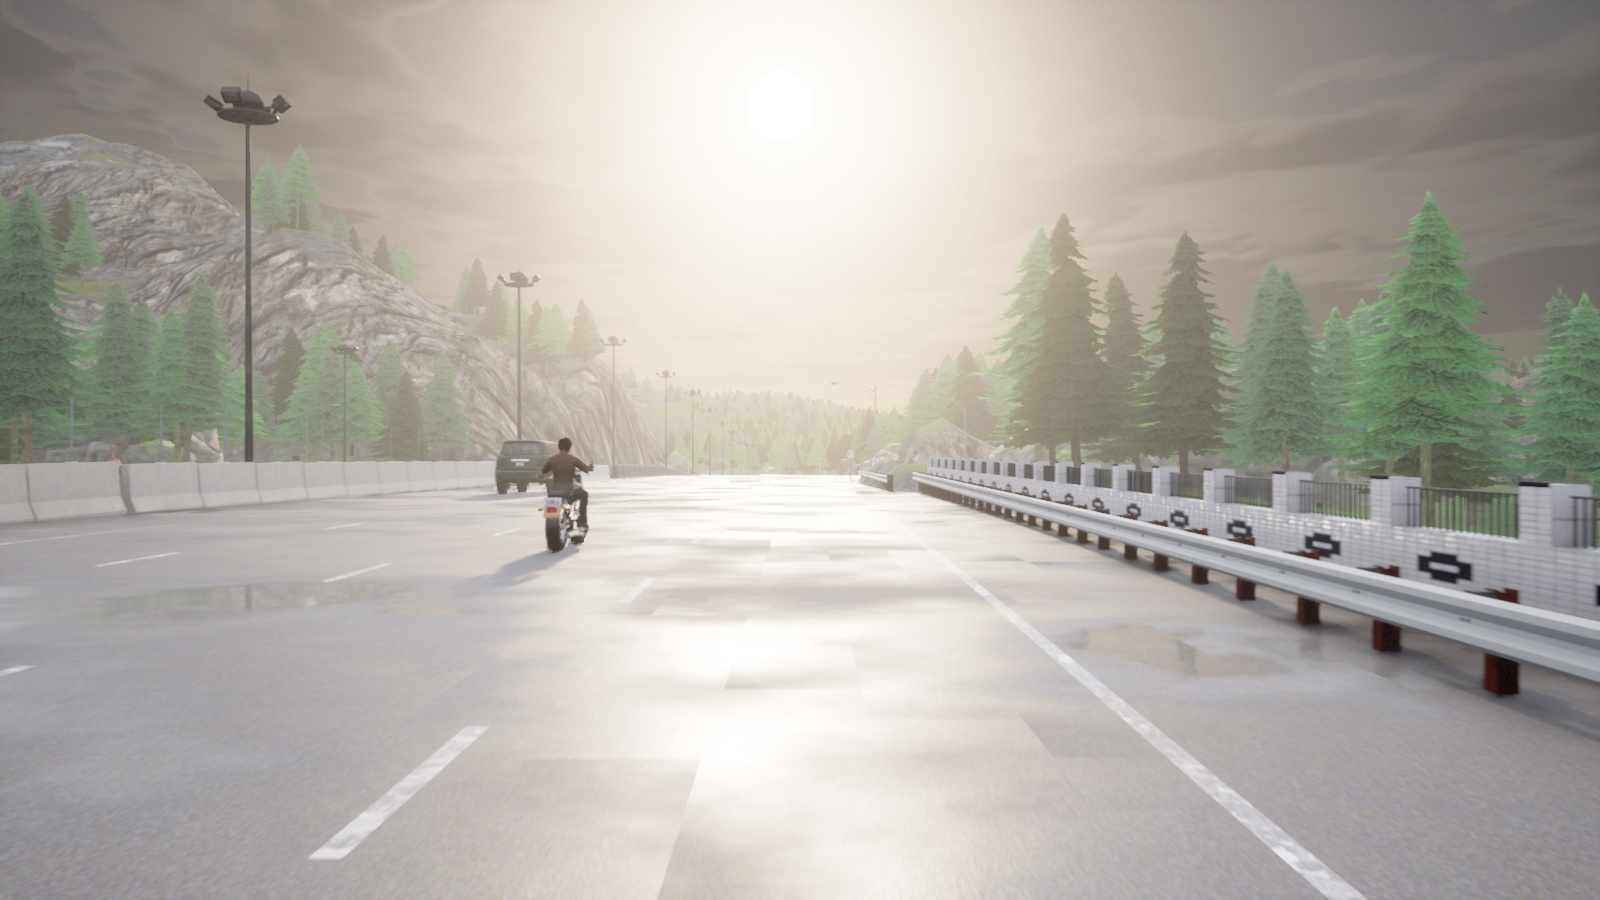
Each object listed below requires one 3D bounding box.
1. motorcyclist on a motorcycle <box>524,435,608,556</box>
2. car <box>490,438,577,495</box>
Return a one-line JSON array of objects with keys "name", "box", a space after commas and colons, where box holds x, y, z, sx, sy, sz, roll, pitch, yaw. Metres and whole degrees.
[{"name": "motorcyclist on a motorcycle", "box": [-3.381, 0.624, 18.345, 0.766, 1.649, 2.350, 0, 0, 0]}, {"name": "car", "box": [-10.209, 0.634, 48.603, 2.150, 2.045, 5.566, 0, -1, 0]}]
